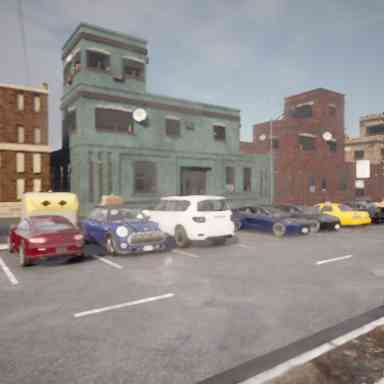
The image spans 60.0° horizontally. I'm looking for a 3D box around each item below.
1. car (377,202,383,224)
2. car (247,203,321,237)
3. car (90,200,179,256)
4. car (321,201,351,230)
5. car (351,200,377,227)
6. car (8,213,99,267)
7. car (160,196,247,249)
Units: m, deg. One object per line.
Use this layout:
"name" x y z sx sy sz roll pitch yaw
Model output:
"car" 10.844 1.414 22.878 2.163 1.488 4.792 0 0 -35
"car" 4.078 1.446 18.010 2.163 1.488 4.792 0 0 -35
"car" -2.789 1.331 13.217 2.185 1.767 4.553 0 0 -35
"car" 6.344 1.435 19.616 2.163 1.488 4.792 0 0 -35
"car" 8.487 1.391 21.399 1.946 1.575 5.366 0 0 -35
"car" -5.109 1.512 11.529 2.002 1.452 4.674 0 0 -35
"car" -0.492 1.191 14.840 2.435 2.045 5.566 0 0 -35
